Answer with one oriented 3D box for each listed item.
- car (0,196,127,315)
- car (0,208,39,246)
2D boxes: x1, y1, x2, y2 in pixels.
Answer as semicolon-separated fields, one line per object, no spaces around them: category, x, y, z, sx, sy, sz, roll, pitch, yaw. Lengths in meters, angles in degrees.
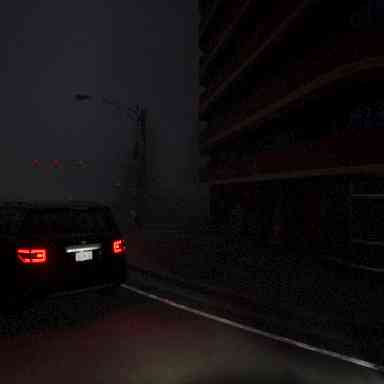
car;-3.610;1.221;7.932;2.150;2.045;5.566;0;0;-40
car;-8.473;1.564;15.906;1.994;1.385;4.181;0;0;-26
